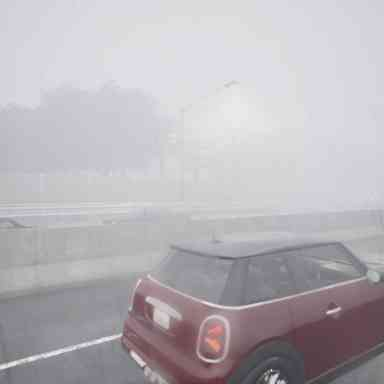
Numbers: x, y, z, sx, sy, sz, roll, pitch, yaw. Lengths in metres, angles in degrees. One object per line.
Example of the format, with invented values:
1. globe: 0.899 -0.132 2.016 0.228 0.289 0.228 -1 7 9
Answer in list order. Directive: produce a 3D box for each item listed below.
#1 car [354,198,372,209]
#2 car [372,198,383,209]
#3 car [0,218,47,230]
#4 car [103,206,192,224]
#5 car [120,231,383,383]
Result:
1. car: 24.150 1.565 45.784 4.902 1.511 2.128 0 0 -38
2. car: 26.463 1.623 43.924 5.357 1.411 2.033 0 0 -35
3. car: -7.346 1.602 11.647 4.718 1.301 1.895 0 0 -35
4. car: -2.441 1.560 19.427 5.357 1.411 2.033 0 0 -35
5. car: 1.409 1.357 4.743 4.553 1.767 2.097 0 0 -35
